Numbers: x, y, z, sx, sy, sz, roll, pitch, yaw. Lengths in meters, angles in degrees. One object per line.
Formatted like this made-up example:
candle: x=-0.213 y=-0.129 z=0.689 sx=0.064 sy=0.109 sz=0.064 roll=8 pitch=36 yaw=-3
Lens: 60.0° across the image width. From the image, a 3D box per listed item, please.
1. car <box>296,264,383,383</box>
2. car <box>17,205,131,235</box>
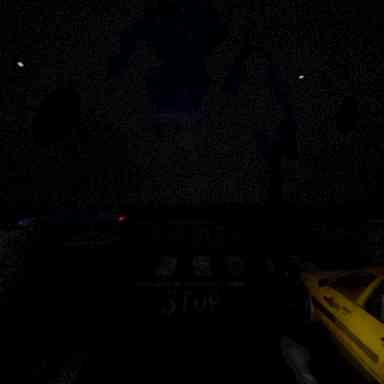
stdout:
car: x=2.645 y=1.471 z=4.070 sx=1.752 sy=1.417 sz=4.829 roll=0 pitch=1 yaw=0
car: x=-5.908 y=1.367 z=17.058 sx=5.357 sy=1.411 sz=2.033 roll=-1 pitch=1 yaw=0
